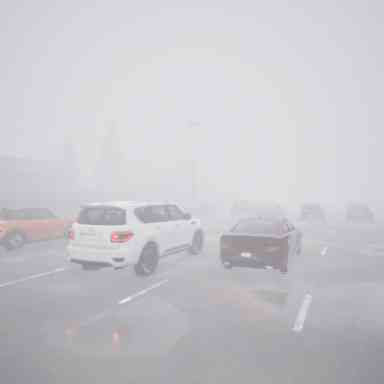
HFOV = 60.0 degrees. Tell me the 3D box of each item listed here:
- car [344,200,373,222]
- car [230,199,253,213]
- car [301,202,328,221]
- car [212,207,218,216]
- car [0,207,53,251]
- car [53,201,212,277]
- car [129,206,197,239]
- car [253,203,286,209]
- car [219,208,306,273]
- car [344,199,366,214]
[{"bbox_3d":[13.895,1.668,27.720,1.994,1.385,4.181,0,0,24],"label":"car"},{"bbox_3d":[5.552,1.525,34.745,2.097,1.767,4.553,0,0,24],"label":"car"},{"bbox_3d":[10.386,1.625,28.469,1.837,1.490,4.892,0,0,24],"label":"car"},{"bbox_3d":[0.824,1.727,32.799,2.033,1.411,5.357,0,0,24],"label":"car"},{"bbox_3d":[-7.251,1.463,15.082,2.097,1.767,4.553,0,0,24],"label":"car"},{"bbox_3d":[-1.473,1.289,10.881,2.150,2.045,5.566,0,0,24],"label":"car"},{"bbox_3d":[-1.511,1.639,19.236,1.812,1.442,4.674,0,0,24],"label":"car"},{"bbox_3d":[7.206,1.741,29.926,1.895,1.301,4.718,0,0,24],"label":"car"},{"bbox_3d":[2.470,1.531,11.090,1.882,1.535,5.008,0,0,24],"label":"car"},{"bbox_3d":[18.744,1.637,38.371,2.128,1.511,4.902,0,0,24],"label":"car"}]
